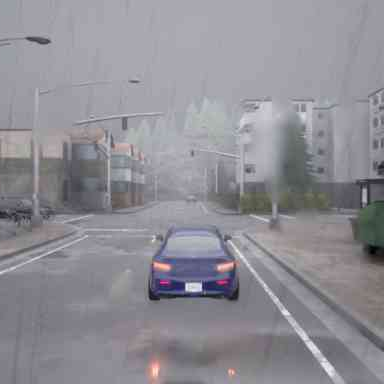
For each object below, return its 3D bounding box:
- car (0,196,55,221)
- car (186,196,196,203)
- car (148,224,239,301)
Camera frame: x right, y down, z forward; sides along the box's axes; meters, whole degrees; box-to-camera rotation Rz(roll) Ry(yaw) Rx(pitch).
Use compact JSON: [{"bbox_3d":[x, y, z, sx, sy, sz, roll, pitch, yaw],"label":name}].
[{"bbox_3d":[-12.334,1.171,24.030,4.553,1.767,2.097,0,0,4],"label":"car"},{"bbox_3d":[-0.127,1.512,66.849,1.812,1.442,4.674,0,0,0],"label":"car"},{"bbox_3d":[0.042,1.524,8.207,1.812,1.442,4.674,0,0,0],"label":"car"}]
